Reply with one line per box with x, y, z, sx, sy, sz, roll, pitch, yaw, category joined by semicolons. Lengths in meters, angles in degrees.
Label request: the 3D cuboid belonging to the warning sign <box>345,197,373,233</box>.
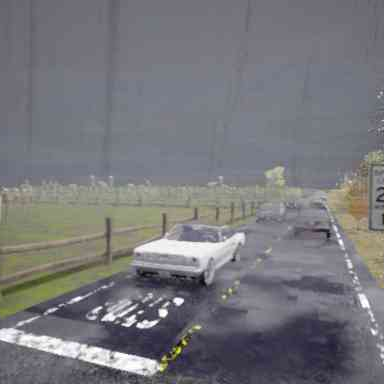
9.234;1.236;18.458;1.300;1.860;1.060;1;0;21;warning sign

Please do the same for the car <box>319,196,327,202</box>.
35.006;1.802;88.898;1.812;1.442;4.674;1;0;21;car

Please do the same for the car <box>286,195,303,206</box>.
12.855;1.448;42.133;2.150;2.045;5.566;1;0;21;car

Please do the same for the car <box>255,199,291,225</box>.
5.980;1.560;24.711;1.837;1.490;4.892;1;0;21;car

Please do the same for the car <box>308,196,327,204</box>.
15.705;1.674;41.668;1.837;1.490;4.892;1;1;22;car

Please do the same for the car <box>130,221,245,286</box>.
0.154;1.588;9.732;1.895;1.301;4.718;1;0;21;car

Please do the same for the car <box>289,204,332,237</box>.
6.886;1.629;18.937;2.033;1.411;5.357;1;0;21;car
